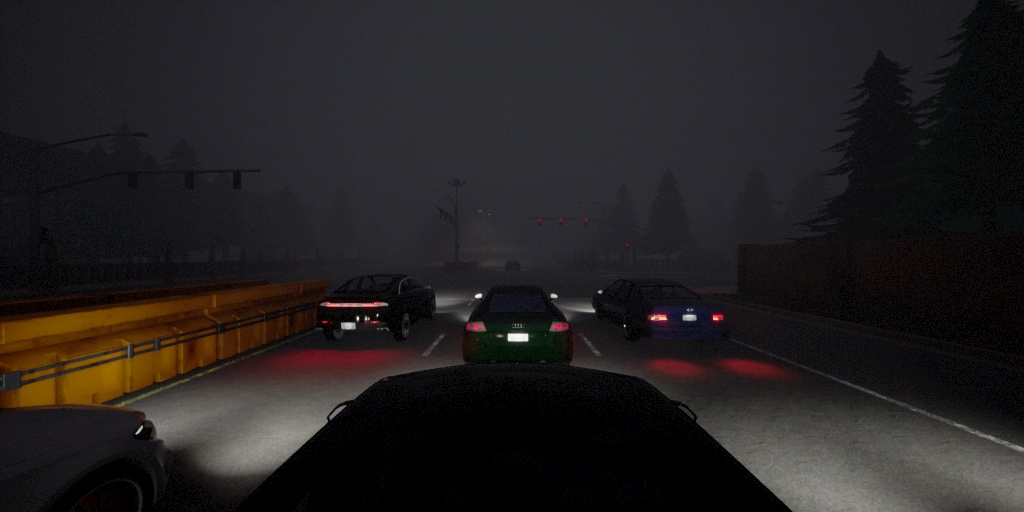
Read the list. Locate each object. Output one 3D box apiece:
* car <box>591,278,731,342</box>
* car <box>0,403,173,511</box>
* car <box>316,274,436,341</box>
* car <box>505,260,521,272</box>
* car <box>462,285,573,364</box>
[{"bbox_3d":[3.599,1.297,9.781,2.033,1.411,5.357,0,0,0],"label":"car"},{"bbox_3d":[-3.403,1.276,0.638,1.812,1.442,4.674,0,0,0],"label":"car"},{"bbox_3d":[-3.400,1.241,9.875,2.128,1.511,4.902,0,0,0],"label":"car"},{"bbox_3d":[0.097,1.227,45.760,1.882,1.535,5.008,0,0,0],"label":"car"},{"bbox_3d":[0.099,1.314,7.924,1.994,1.385,4.181,0,0,0],"label":"car"}]
